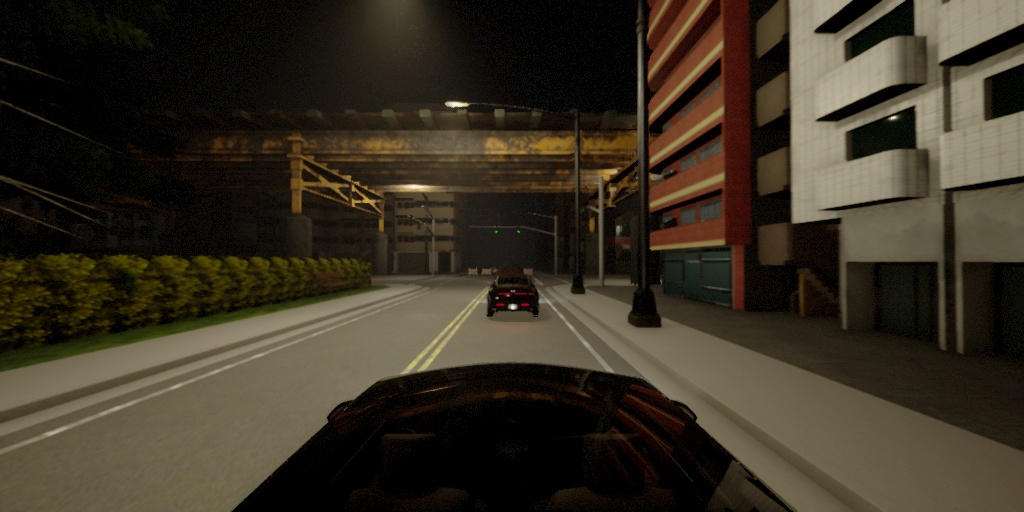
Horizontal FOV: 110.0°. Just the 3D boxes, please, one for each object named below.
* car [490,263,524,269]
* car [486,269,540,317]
[{"bbox_3d":[-0.507,1.619,30.234,1.882,1.535,5.008,0,0,-8],"label":"car"},{"bbox_3d":[0.050,1.426,14.109,1.837,1.490,4.892,0,0,1],"label":"car"}]
